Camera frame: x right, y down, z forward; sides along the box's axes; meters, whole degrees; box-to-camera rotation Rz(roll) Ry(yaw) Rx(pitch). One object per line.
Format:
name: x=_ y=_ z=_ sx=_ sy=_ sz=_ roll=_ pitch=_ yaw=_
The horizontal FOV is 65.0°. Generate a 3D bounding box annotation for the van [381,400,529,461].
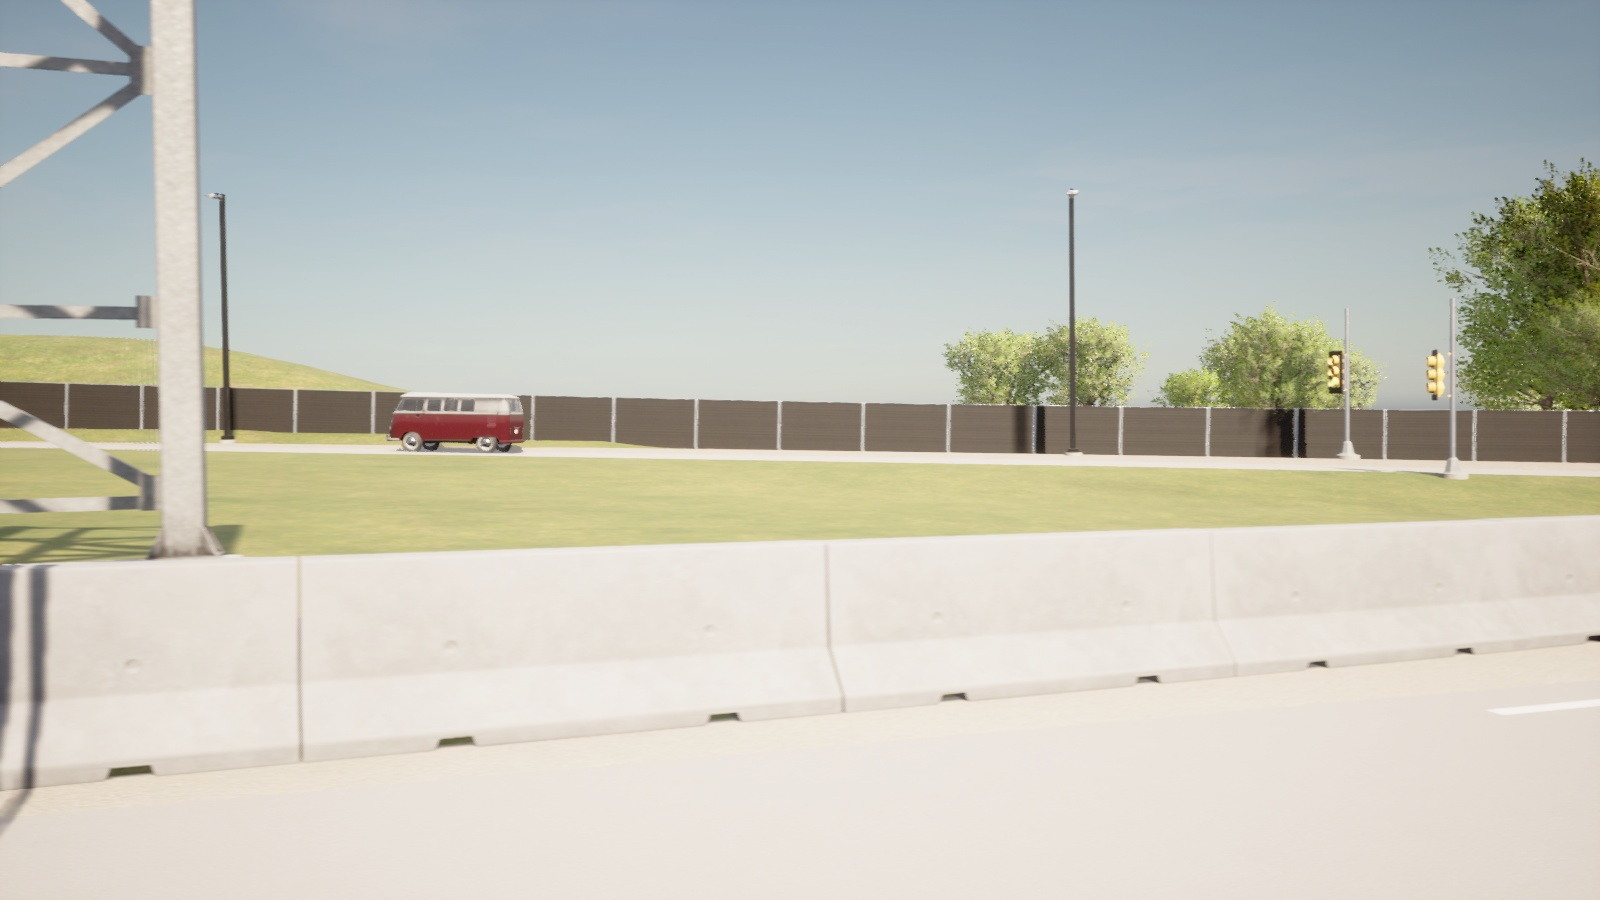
van: x=-11.546 y=-0.667 z=42.166 sx=4.442 sy=1.987 sz=1.775 roll=0 pitch=2 yaw=6
